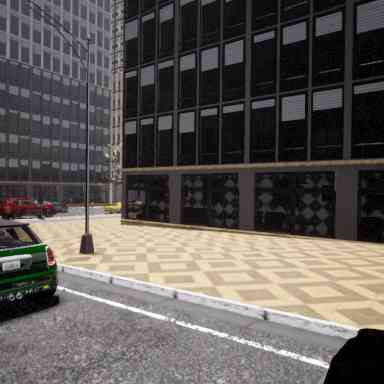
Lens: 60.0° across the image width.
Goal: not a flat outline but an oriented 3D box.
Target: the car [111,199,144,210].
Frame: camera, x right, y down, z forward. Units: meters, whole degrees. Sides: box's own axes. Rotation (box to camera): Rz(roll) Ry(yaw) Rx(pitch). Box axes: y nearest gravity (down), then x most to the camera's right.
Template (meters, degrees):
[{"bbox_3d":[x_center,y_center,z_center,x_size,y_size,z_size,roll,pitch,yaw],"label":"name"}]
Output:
[{"bbox_3d":[-9.186,1.789,47.580,1.812,1.442,4.674,1,0,37],"label":"car"}]

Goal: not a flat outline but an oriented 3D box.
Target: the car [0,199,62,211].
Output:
[{"bbox_3d":[-14.914,1.519,30.143,2.192,1.841,5.009,1,0,37],"label":"car"}]

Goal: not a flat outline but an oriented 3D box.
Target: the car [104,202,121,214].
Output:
[{"bbox_3d":[-8.099,1.830,39.341,1.752,1.417,4.829,1,0,37],"label":"car"}]

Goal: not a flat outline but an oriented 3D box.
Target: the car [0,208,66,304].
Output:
[{"bbox_3d":[-4.988,1.348,7.251,4.553,1.767,2.097,0,0,36],"label":"car"}]

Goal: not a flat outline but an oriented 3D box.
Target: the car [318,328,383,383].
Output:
[{"bbox_3d":[3.009,1.601,1.533,4.718,1.301,1.895,0,0,36],"label":"car"}]

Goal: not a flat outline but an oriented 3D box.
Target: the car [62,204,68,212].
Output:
[{"bbox_3d":[-16.344,1.723,37.930,1.994,1.385,4.181,1,0,37],"label":"car"}]

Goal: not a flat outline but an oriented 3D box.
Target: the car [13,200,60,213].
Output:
[{"bbox_3d":[-18.394,1.643,39.524,1.752,1.417,4.829,1,0,37],"label":"car"}]
